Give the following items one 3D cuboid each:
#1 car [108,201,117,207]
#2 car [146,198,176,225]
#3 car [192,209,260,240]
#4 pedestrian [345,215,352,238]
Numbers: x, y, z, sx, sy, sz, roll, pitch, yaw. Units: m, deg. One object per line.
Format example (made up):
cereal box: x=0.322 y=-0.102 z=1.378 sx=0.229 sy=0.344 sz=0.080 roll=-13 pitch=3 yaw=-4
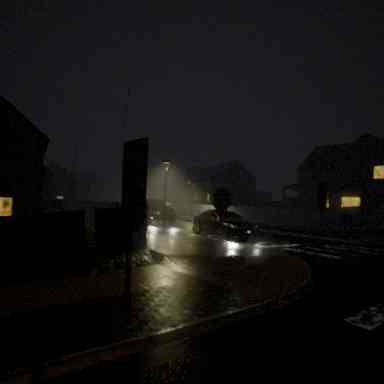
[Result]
car: x=-10.826 y=1.989 z=46.091 sx=2.097 sy=1.767 sz=4.553 roll=3 pitch=-2 yaw=-18
car: x=-3.170 y=1.530 z=27.056 sx=2.150 sy=2.045 sz=5.566 roll=3 pitch=-2 yaw=-25
car: x=1.627 y=1.658 z=17.736 sx=1.812 sy=1.442 sz=4.674 roll=3 pitch=-2 yaw=-27
pedestrian: x=8.347 y=1.476 z=17.719 sx=0.375 sy=1.860 sz=0.375 roll=2 pitch=-1 yaw=-31
